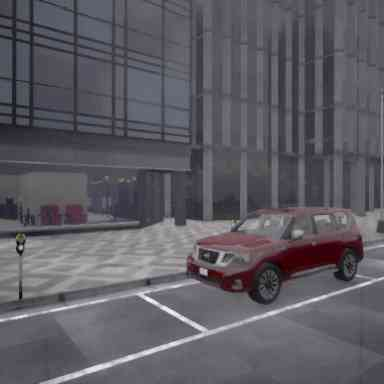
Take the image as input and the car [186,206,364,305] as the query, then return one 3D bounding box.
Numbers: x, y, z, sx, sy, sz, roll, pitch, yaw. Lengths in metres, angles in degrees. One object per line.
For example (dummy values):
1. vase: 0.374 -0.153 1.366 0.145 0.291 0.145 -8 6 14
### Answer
1. car: 2.282 1.313 8.274 5.009 1.841 2.192 0 0 -35
